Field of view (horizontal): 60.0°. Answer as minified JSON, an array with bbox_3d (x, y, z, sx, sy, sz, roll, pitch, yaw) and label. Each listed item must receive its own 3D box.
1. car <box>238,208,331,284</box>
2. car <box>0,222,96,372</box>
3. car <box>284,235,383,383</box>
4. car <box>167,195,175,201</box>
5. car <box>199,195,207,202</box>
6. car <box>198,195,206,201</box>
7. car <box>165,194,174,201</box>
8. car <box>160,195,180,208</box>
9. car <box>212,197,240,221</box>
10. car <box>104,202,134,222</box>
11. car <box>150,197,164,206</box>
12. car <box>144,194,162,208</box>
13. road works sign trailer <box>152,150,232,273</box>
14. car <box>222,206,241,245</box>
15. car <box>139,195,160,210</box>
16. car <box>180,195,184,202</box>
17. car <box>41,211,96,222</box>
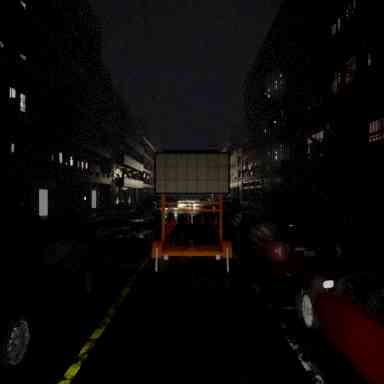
[{"bbox_3d":[2.694,1.440,9.559,1.967,1.590,4.097,0,0,0],"label":"car"},{"bbox_3d":[-3.099,1.526,5.776,1.812,1.442,4.674,0,0,0],"label":"car"},{"bbox_3d":[2.693,1.545,3.922,1.887,1.381,4.507,0,0,0],"label":"car"},{"bbox_3d":[-5.662,1.516,88.475,1.887,1.381,4.507,0,0,0],"label":"car"},{"bbox_3d":[2.715,1.503,77.365,1.752,1.417,4.829,0,0,0],"label":"car"},{"bbox_3d":[2.719,1.517,88.468,1.887,1.381,4.507,0,0,0],"label":"car"},{"bbox_3d":[-5.663,1.415,82.838,1.967,1.590,4.097,0,0,0],"label":"car"},{"bbox_3d":[-3.079,1.516,47.813,1.812,1.442,4.674,0,0,0],"label":"car"},{"bbox_3d":[2.701,1.312,26.468,2.192,1.841,5.009,0,0,0],"label":"car"},{"bbox_3d":[-5.681,1.523,26.304,1.752,1.417,4.829,0,0,0],"label":"car"},{"bbox_3d":[-5.673,1.570,54.657,1.802,1.307,4.206,0,0,0],"label":"car"},{"bbox_3d":[-5.673,1.305,49.020,2.192,1.841,5.009,0,0,0],"label":"car"},{"bbox_3d":[0.003,0.464,10.692,2.380,3.560,2.880,0,0,0],"label":"road works sign trailer"},{"bbox_3d":[2.696,1.550,15.195,2.008,1.369,4.403,0,0,0],"label":"car"},{"bbox_3d":[-5.676,1.432,43.384,1.967,1.590,4.097,0,0,0],"label":"car"},{"bbox_3d":[-2.977,1.484,74.204,1.837,1.490,4.892,0,0,0],"label":"car"},{"bbox_3d":[-5.685,1.565,15.200,1.947,1.339,4.313,0,0,0],"label":"car"}]
